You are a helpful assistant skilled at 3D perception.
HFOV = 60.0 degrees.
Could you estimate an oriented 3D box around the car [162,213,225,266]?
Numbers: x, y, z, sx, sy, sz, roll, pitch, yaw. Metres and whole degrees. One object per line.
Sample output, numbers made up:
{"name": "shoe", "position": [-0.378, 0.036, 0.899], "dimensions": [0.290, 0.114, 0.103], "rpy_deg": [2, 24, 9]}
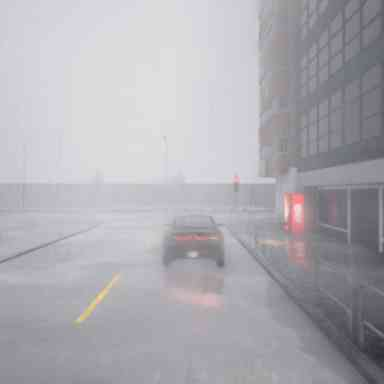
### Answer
{"name": "car", "position": [0.055, 1.481, 11.418], "dimensions": [1.837, 1.490, 4.892], "rpy_deg": [0, -1, 0]}
